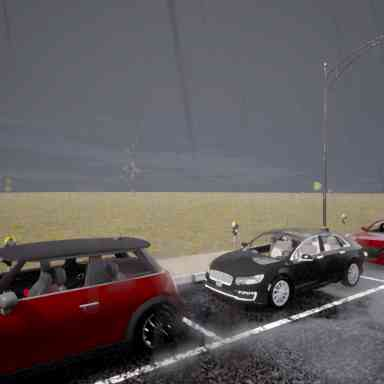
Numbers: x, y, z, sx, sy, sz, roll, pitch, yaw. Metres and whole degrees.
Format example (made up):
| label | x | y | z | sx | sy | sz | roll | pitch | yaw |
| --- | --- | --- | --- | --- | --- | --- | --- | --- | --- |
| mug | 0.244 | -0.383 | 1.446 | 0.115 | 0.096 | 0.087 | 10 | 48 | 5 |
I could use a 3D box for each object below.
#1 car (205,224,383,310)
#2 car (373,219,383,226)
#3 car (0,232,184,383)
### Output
| label | x | y | z | sx | sy | sz | roll | pitch | yaw |
| --- | --- | --- | --- | --- | --- | --- | --- | --- | --- |
| car | 2.302 | 1.552 | 7.735 | 4.403 | 1.369 | 2.008 | 0 | 1 | -36 |
| car | 6.807 | 1.547 | 10.954 | 4.507 | 1.381 | 1.887 | 0 | 1 | -36 |
| car | -2.202 | 1.440 | 4.516 | 4.097 | 1.590 | 1.967 | 0 | 1 | -36 |
